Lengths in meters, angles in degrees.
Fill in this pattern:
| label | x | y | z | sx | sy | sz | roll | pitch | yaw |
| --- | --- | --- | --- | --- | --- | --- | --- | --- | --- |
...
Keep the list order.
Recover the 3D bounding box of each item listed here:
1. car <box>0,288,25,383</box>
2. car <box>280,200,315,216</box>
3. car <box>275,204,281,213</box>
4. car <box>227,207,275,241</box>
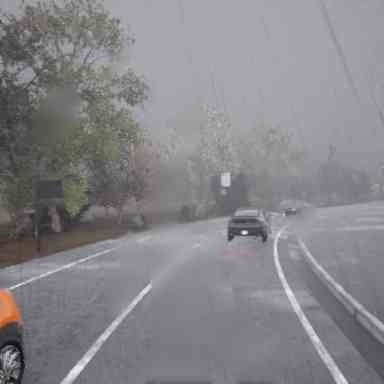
| label | x | y | z | sx | sy | sz | roll | pitch | yaw |
| --- | --- | --- | --- | --- | --- | --- | --- | --- | --- |
| car | -3.037 | 1.348 | 1.878 | 2.097 | 1.767 | 4.553 | 0 | 0 | 4 |
| car | 10.746 | 1.602 | 33.075 | 1.994 | 1.385 | 4.181 | -4 | -2 | 34 |
| car | 11.657 | 1.701 | 40.040 | 1.837 | 1.490 | 4.892 | -5 | -3 | 40 |
| car | 3.029 | 1.554 | 17.117 | 1.837 | 1.490 | 4.892 | -2 | -1 | 17 |
